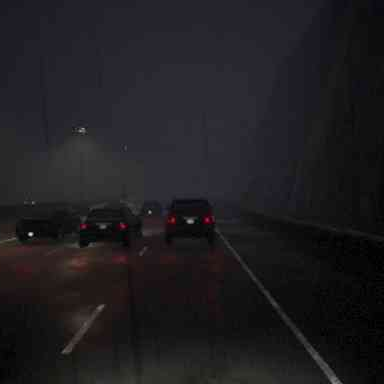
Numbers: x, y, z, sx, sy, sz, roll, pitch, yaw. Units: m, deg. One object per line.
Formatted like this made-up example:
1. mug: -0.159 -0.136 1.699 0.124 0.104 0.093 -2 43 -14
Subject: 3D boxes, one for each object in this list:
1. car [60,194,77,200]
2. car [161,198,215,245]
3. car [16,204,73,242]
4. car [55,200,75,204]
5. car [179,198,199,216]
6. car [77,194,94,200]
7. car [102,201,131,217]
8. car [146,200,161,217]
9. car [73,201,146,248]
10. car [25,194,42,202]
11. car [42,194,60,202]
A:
1. car: -25.432 1.177 69.881 1.994 1.385 4.181 0 1 -1
2. car: -0.103 1.285 16.134 2.150 2.045 5.566 0 0 -1
3. car: -7.116 1.597 17.051 1.837 1.490 4.892 0 0 -1
4. car: -10.798 1.682 30.553 1.895 1.301 4.718 0 0 -1
5. car: -0.345 1.497 34.085 1.882 1.535 5.008 0 0 -1
6. car: -21.933 1.110 69.927 1.837 1.490 4.892 0 1 -1
7. car: -7.329 1.620 32.792 1.994 1.385 4.181 0 0 -1
8. car: -3.823 1.549 32.423 1.837 1.490 4.892 0 0 -1
9. car: -3.597 1.428 15.471 2.097 1.767 4.553 0 0 -1
10. car: -32.413 1.216 68.405 1.837 1.490 4.892 0 1 -1
11. car: -28.932 1.164 69.833 2.128 1.511 4.902 0 1 -1
